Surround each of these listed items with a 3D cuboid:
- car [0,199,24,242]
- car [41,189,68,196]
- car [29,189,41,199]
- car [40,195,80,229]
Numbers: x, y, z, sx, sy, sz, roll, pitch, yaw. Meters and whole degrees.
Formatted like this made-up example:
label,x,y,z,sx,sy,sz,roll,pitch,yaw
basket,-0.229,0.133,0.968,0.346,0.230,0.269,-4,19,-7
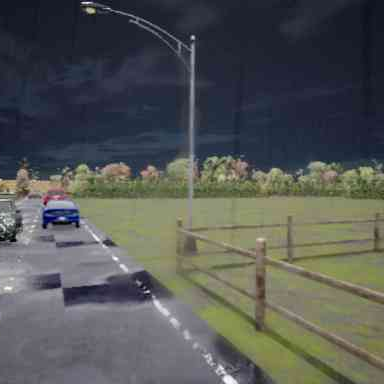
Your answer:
label,x,y,z,sx,sy,sz,roll,pitch,yaw
car,-8.480,1.099,14.213,2.097,1.767,4.553,0,1,-23
car,-14.218,0.657,34.721,2.150,2.045,5.566,0,1,-23
car,-28.178,0.317,60.066,2.097,1.767,4.553,0,1,-23
car,-7.673,1.170,19.486,1.882,1.535,5.008,0,1,-23
